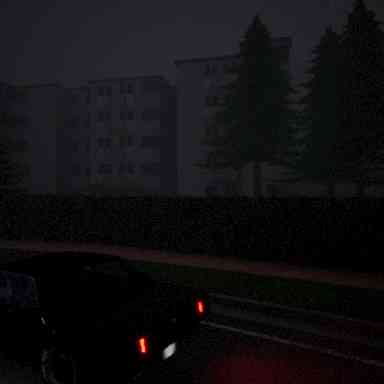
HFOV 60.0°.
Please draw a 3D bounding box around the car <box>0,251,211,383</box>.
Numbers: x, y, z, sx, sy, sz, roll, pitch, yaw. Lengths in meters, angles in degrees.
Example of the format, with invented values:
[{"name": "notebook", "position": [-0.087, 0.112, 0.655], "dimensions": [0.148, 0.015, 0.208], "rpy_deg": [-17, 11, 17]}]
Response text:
[{"name": "car", "position": [-2.216, 1.611, 5.045], "dimensions": [4.718, 1.301, 1.895], "rpy_deg": [0, 0, 28]}]
